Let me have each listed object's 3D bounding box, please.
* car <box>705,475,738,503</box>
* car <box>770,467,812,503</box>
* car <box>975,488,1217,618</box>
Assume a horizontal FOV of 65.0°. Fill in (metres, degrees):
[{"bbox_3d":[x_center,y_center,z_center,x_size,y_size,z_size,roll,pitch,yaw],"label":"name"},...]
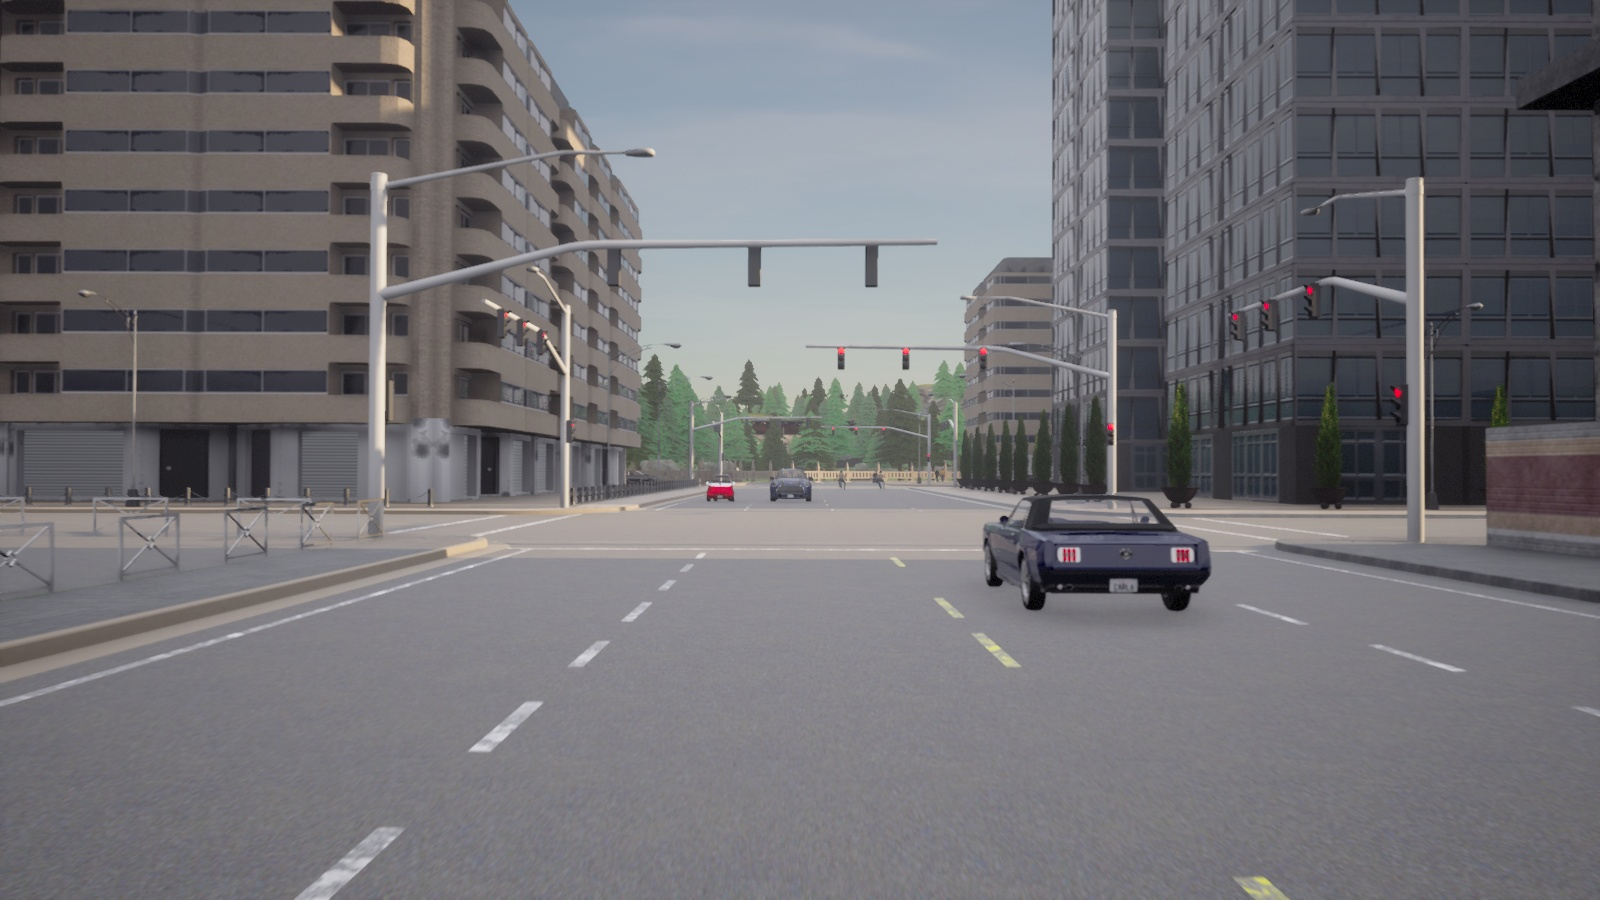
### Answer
[{"bbox_3d":[-3.949,1.945,63.282,1.481,1.376,2.207,0,-1,0],"label":"car"},{"bbox_3d":[-0.439,1.756,64.608,2.097,1.767,4.553,0,-1,1],"label":"car"},{"bbox_3d":[3.461,1.163,15.635,1.895,1.301,4.718,0,-1,0],"label":"car"}]
